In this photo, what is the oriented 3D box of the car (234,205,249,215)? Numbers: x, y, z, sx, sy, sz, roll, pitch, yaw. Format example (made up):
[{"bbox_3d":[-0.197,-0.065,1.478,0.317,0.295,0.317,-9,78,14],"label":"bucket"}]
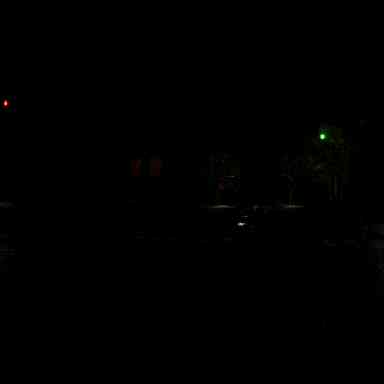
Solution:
[{"bbox_3d":[6.883,2.483,45.950,1.994,1.385,4.181,-1,0,11],"label":"car"}]
